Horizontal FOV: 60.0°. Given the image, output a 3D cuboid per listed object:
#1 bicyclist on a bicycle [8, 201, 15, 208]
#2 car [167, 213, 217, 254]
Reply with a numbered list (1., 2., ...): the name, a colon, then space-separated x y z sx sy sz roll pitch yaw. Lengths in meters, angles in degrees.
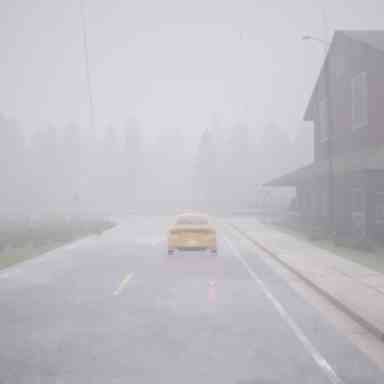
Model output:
1. bicyclist on a bicycle: -21.763 1.873 40.221 0.582 1.620 1.656 0 9 0
2. car: 0.027 1.634 14.230 1.882 1.535 5.008 0 0 0
